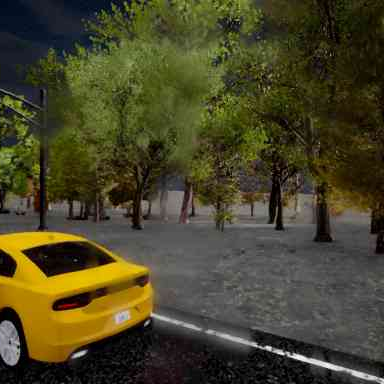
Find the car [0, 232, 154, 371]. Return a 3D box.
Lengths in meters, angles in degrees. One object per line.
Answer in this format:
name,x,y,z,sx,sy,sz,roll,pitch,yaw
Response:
car,-2.922,1.444,5.765,5.008,1.535,1.882,1,0,35
